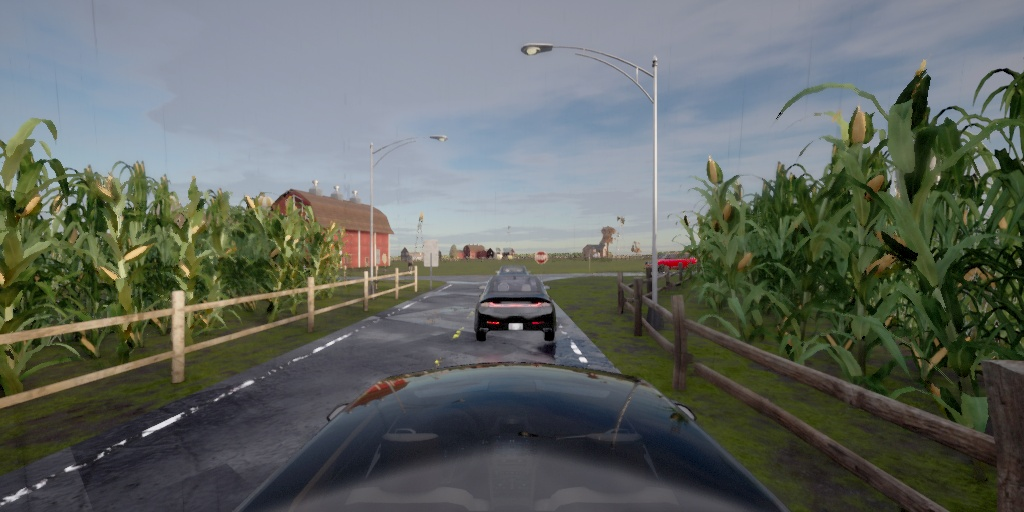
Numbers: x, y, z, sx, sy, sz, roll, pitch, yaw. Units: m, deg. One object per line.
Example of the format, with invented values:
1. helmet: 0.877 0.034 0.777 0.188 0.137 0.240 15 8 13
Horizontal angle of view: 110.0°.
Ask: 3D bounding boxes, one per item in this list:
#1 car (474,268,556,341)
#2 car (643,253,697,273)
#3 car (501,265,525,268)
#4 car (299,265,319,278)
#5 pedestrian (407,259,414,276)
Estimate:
1. car: 0.075 1.243 9.822 2.128 1.511 4.902 0 0 0
2. car: 16.502 0.685 37.160 5.566 2.045 2.150 -1 0 -5
3. car: 0.068 1.245 20.391 2.128 1.511 4.902 0 0 0
4. car: -20.690 1.535 34.778 5.008 1.535 1.882 -1 -1 6
5. pedestrian: -11.293 1.242 39.873 0.375 1.860 0.375 0 0 4
